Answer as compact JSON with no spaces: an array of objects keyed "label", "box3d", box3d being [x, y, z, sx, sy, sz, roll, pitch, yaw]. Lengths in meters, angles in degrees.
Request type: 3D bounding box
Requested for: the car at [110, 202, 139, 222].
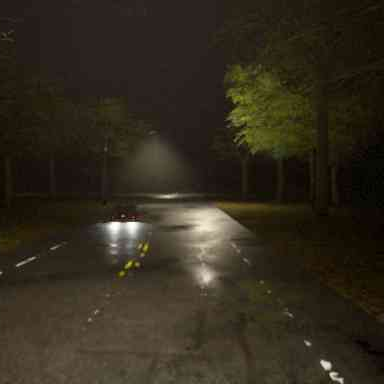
[{"label":"car","box3d":[-5.116,1.485,25.558,1.994,1.385,4.181,0,0,-7]}]
